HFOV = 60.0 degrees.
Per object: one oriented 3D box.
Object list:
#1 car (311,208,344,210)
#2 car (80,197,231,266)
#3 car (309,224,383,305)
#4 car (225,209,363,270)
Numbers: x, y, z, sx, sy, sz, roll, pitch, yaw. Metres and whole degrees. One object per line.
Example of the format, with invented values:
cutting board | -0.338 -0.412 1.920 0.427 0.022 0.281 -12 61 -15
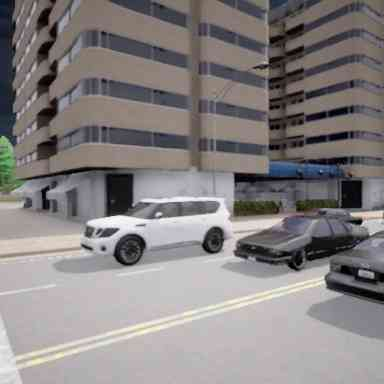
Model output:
car | 6.935 1.541 17.534 4.718 1.301 1.895 0 0 -36
car | -1.020 1.199 11.863 5.566 2.045 2.150 0 0 -35
car | 5.177 1.517 7.445 5.357 1.411 2.033 0 0 -35
car | 3.874 1.512 11.057 5.357 1.411 2.033 0 0 -35
